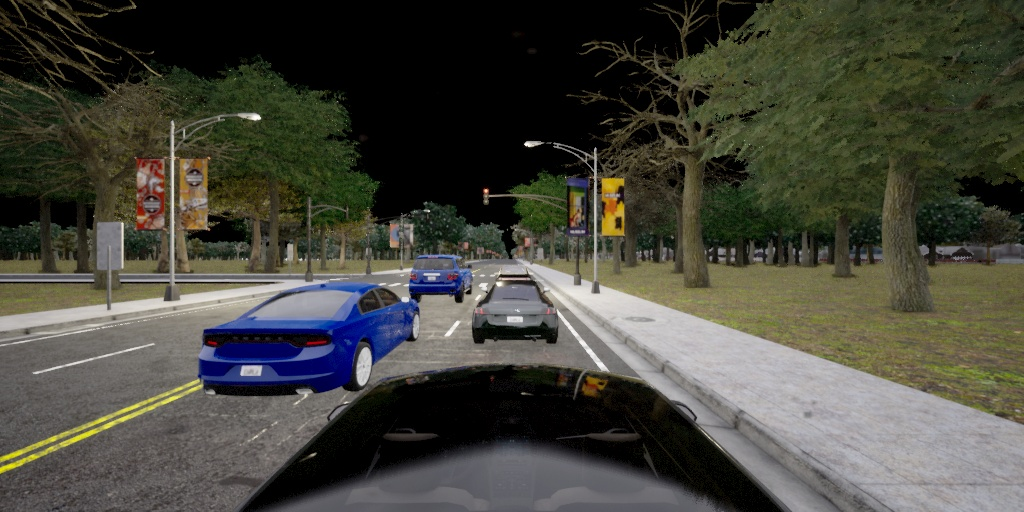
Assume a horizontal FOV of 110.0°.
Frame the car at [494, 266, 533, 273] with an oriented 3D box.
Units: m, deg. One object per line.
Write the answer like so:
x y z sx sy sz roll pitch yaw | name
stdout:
0.098 1.242 18.510 2.128 1.511 4.902 0 0 0 | car

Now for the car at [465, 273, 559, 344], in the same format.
0.093 1.314 9.608 1.994 1.385 4.181 0 0 1 | car

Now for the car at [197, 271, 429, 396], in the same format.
-3.150 1.227 6.782 1.882 1.535 5.008 0 0 0 | car

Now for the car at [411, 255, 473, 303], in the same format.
-3.152 0.972 16.768 2.150 2.045 5.566 0 0 0 | car
